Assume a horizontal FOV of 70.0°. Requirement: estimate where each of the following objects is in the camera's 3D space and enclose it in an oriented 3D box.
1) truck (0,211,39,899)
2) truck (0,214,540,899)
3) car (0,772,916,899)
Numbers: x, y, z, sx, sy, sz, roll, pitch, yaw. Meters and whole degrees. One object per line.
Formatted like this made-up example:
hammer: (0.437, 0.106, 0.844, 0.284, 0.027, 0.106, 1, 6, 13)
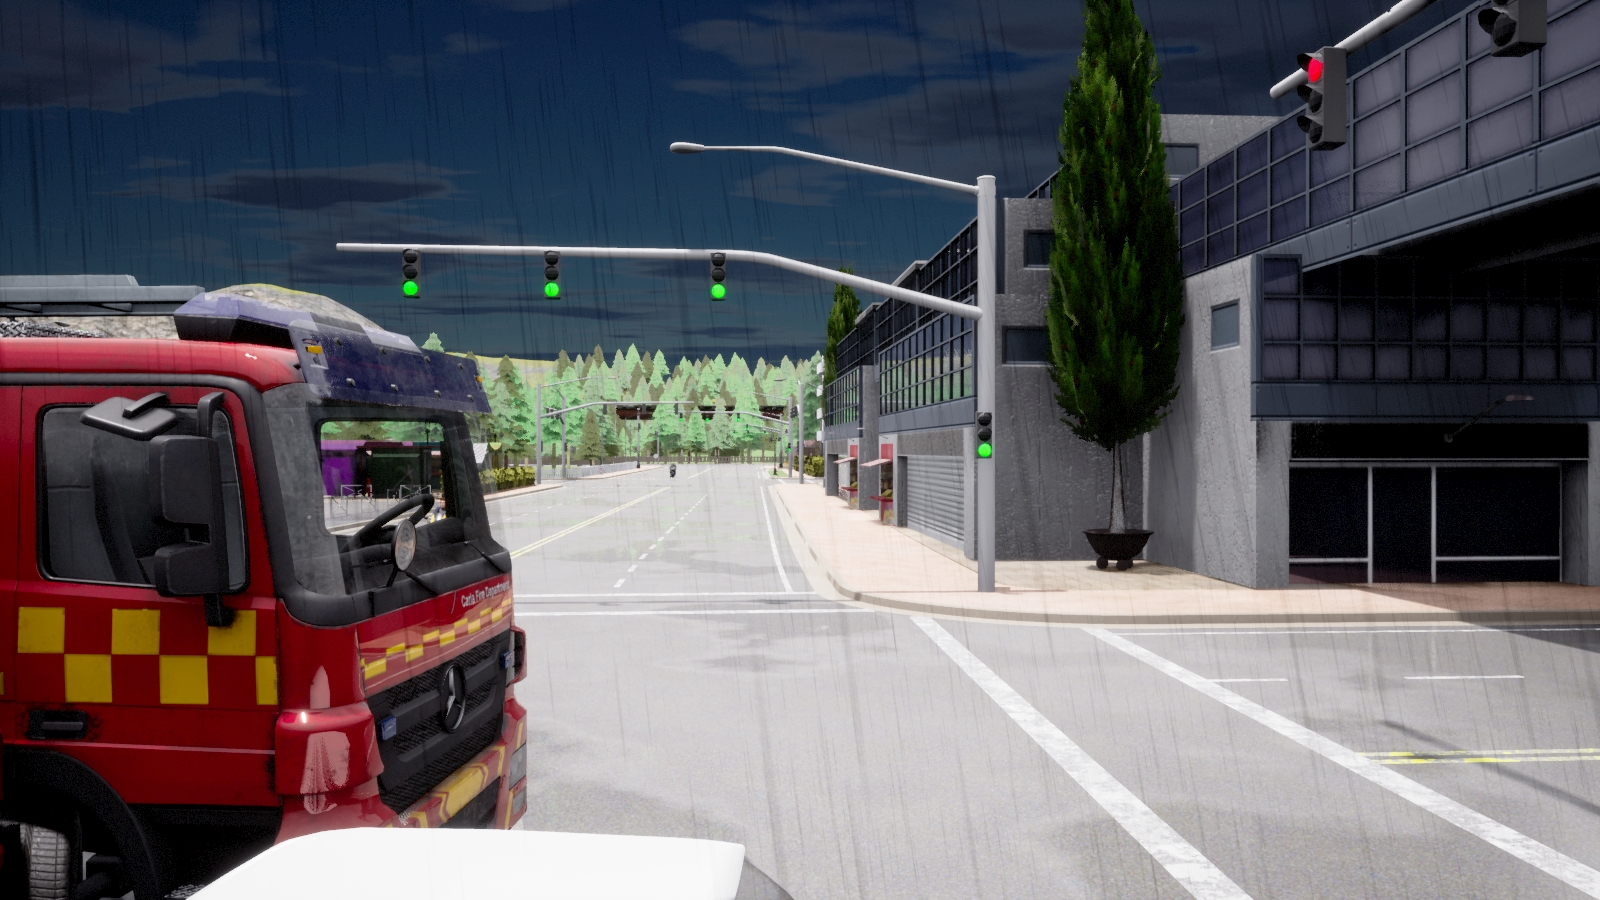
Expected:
truck: (-7.587, 0.890, 3.490, 8.468, 3.827, 2.891, 0, 0, -3)
truck: (-6.102, 0.890, 6.659, 8.468, 3.827, 2.891, 0, 0, 4)
car: (-1.549, 2.065, 3.579, 3.806, 1.475, 1.970, 0, 0, 5)
